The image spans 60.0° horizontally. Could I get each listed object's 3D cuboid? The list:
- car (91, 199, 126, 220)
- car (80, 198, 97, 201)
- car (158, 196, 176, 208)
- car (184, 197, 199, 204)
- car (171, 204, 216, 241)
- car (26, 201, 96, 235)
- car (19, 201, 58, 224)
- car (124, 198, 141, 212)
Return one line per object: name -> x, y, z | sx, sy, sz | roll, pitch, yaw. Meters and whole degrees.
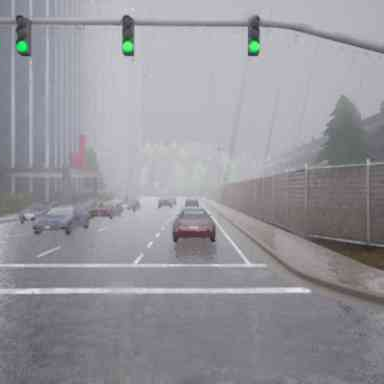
car -> -7.096, 1.524, 27.672 | 1.895, 1.301, 4.718 | 0, 0, 0
car -> -10.566, 1.402, 33.853 | 2.128, 1.511, 4.902 | 0, 0, 0
car -> -3.520, 1.401, 44.770 | 1.837, 1.490, 4.892 | 0, 0, 0
car -> -0.012, 1.374, 45.501 | 1.882, 1.535, 5.008 | 0, 0, 0
car -> 0.092, 1.510, 16.440 | 1.994, 1.385, 4.181 | 0, 0, 0
car -> -7.088, 1.464, 18.593 | 1.812, 1.442, 4.674 | 0, 0, 0
car -> -10.601, 1.418, 24.041 | 2.128, 1.511, 4.902 | 0, 0, 0
car -> -7.039, 1.397, 37.690 | 2.128, 1.511, 4.902 | 0, 0, 0
